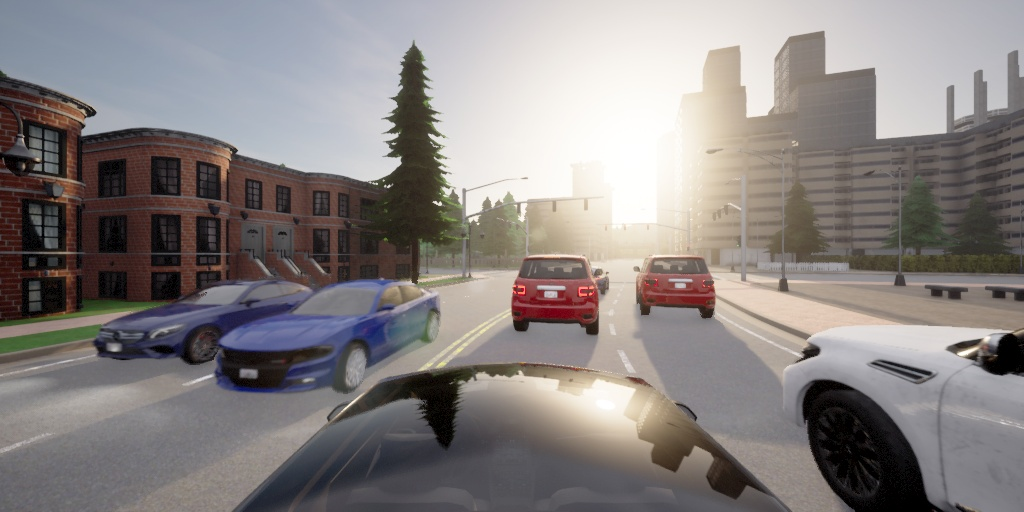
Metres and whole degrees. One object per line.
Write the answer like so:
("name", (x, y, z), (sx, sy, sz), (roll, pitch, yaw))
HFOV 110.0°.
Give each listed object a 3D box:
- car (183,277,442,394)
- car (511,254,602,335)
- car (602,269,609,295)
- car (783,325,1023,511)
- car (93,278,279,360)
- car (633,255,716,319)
("car", (-2.973, 1.227, 7.039), (1.882, 1.535, 5.008), (0, 0, 9))
("car", (1.493, 0.971, 10.806), (2.150, 2.045, 5.566), (0, 0, 13))
("car", (4.361, 1.276, 20.000), (1.812, 1.442, 4.674), (0, 0, 19))
("car", (3.684, 0.973, 1.073), (2.150, 2.045, 5.566), (0, 0, 1))
("car", (-6.302, 1.276, 8.326), (1.812, 1.442, 4.674), (0, 0, 10))
("car", (5.771, 0.972, 13.178), (2.150, 2.045, 5.566), (0, 0, 17))
